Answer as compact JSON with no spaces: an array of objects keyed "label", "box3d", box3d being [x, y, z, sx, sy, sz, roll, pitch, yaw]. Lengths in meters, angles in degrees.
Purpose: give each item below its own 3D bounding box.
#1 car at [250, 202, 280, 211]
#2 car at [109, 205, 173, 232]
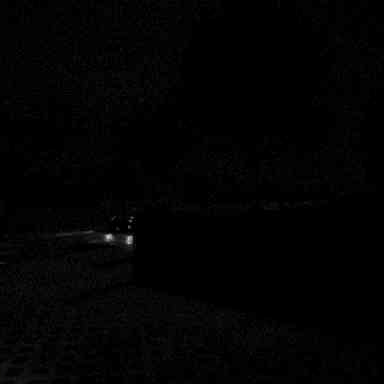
[{"label":"car","box3d":[8.356,1.948,37.795,2.097,1.767,4.553,-1,-1,37]},{"label":"car","box3d":[-3.130,1.639,21.557,2.097,1.767,4.553,-1,-1,35]}]
